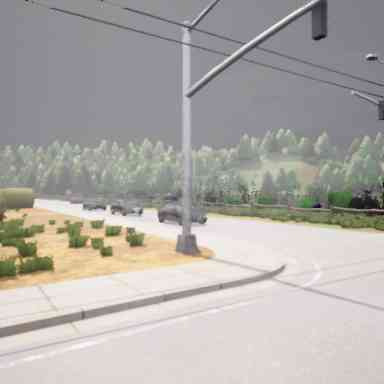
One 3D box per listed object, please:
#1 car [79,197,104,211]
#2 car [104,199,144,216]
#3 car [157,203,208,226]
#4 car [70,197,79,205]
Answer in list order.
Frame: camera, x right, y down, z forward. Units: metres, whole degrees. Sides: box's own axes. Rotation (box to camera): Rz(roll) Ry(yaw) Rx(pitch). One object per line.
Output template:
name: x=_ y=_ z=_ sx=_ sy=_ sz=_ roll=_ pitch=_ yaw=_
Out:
car: x=-11.689 y=1.521 z=39.892 sx=1.994 sy=1.385 sz=4.181 roll=0 pitch=0 yaw=-33
car: x=-6.239 y=1.452 z=31.550 sx=2.128 sy=1.511 sz=4.902 roll=0 pitch=0 yaw=-33
car: x=-0.799 y=1.489 z=23.285 sx=1.812 sy=1.442 sz=4.674 roll=0 pitch=0 yaw=-33
car: x=-20.535 y=1.516 z=60.112 sx=1.994 sy=1.385 sz=4.181 roll=0 pitch=0 yaw=-33
